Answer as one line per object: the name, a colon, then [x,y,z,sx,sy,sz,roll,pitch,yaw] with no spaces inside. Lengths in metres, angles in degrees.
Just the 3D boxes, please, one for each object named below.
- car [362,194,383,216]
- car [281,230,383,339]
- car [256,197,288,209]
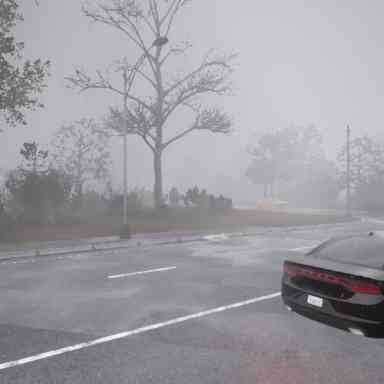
car: [18.810,1.213,30.855,2.150,2.045,5.566,0,1,-33]
car: [3.873,1.477,6.391,5.008,1.535,1.882,0,0,-35]
car: [10.749,1.504,44.984,1.882,1.535,5.008,0,-1,-27]
